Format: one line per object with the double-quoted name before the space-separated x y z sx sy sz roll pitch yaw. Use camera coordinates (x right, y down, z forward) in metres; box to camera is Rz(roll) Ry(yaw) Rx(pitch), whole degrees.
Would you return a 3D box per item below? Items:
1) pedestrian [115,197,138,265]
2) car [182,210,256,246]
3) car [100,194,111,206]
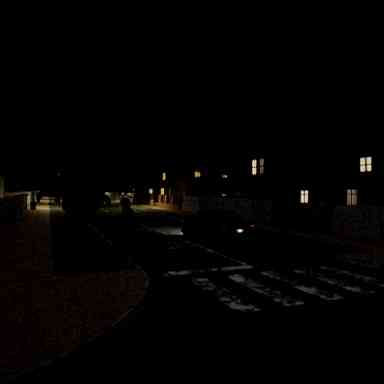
"pedestrian" -1.752 1.027 8.919 0.375 1.860 0.375 3 -2 -23
"car" 1.105 1.497 15.075 1.994 1.385 4.181 1 0 -23
"car" -12.626 1.108 46.752 1.837 1.490 4.892 1 0 -23
